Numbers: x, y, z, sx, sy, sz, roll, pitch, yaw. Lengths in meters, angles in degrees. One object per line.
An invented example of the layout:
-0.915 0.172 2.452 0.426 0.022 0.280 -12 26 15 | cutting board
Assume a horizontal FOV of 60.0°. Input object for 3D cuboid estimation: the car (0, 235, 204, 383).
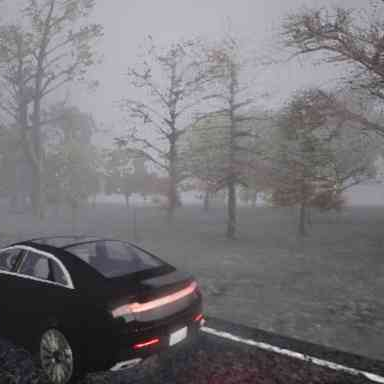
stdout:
-2.131 1.446 5.243 4.902 1.511 2.128 0 -1 35 | car
